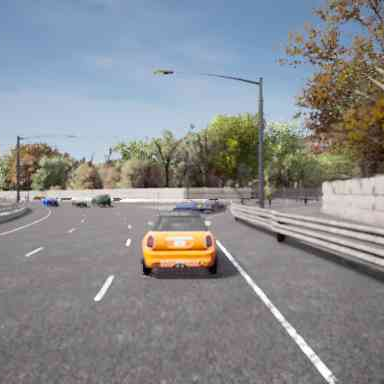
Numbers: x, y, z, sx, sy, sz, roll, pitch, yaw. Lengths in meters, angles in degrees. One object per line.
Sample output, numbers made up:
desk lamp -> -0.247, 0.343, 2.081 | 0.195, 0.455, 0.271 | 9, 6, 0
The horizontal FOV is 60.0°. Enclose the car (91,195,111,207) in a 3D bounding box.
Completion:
car -> -15.422, 1.468, 56.387 | 2.150, 2.045, 5.566 | 0, 0, -30

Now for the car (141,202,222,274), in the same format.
car -> -0.411, 1.390, 10.947 | 2.097, 1.767, 4.553 | 0, 0, -2

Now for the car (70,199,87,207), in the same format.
car -> -18.962, 1.859, 55.498 | 1.895, 1.301, 4.718 | 0, 0, -31

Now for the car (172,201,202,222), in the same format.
car -> -0.355, 1.570, 28.258 | 1.882, 1.535, 5.008 | -1, 0, 7

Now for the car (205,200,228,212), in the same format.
car -> 2.500, 1.663, 38.985 | 2.033, 1.411, 5.357 | 0, 0, 26

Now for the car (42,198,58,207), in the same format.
car -> -24.870, 1.769, 58.241 | 1.882, 1.535, 5.008 | 0, 0, -33
